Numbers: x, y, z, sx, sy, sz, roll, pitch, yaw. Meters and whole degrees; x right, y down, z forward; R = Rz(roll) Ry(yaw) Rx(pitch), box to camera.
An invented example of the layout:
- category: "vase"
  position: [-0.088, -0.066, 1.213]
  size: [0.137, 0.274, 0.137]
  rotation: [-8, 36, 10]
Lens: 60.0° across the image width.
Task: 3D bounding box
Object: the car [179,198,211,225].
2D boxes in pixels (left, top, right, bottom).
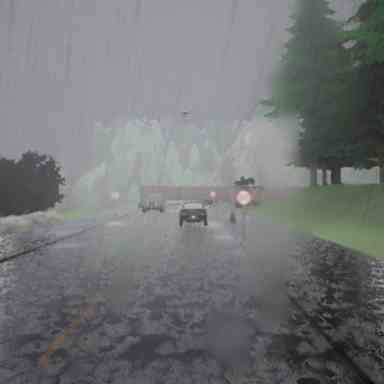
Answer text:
- category: "car"
  position: [0.093, 1.464, 23.795]
  size: [1.882, 1.535, 5.008]
  rotation: [0, 0, 0]

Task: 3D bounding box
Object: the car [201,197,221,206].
- category: "car"
  position: [2.541, 1.464, 51.665]
  size: [2.128, 1.511, 4.902]
  rotation: [-2, -1, 40]

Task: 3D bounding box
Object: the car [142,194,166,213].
- category: "car"
  position: [-4.130, 1.204, 36.790]
  size: [2.150, 2.045, 5.566]
  rotation: [0, 0, 0]
